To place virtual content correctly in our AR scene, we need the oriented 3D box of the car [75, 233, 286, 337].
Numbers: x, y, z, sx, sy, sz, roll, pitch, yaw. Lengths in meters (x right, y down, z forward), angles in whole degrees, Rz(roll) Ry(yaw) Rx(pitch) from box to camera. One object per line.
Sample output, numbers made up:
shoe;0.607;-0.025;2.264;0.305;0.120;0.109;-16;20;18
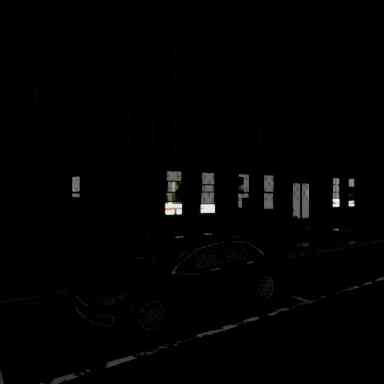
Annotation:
car;-0.002;1.551;6.558;4.403;1.369;2.008;0;0;-35
